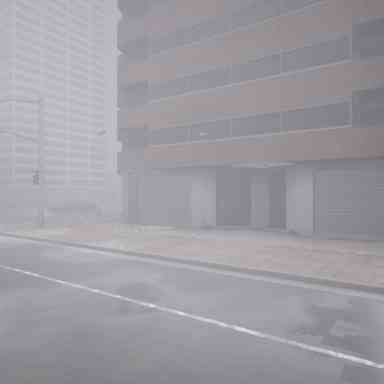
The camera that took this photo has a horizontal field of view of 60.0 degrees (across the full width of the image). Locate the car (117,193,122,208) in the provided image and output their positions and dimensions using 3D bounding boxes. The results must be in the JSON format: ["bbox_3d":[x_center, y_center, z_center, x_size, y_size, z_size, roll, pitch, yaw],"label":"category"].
[{"bbox_3d":[-7.338,1.352,44.654,2.097,1.767,4.553,0,0,35],"label":"car"}]

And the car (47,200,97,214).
[{"bbox_3d":[-13.034,1.547,36.532,2.033,1.411,5.357,0,0,35],"label":"car"}]
